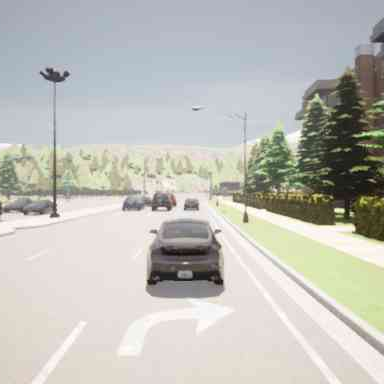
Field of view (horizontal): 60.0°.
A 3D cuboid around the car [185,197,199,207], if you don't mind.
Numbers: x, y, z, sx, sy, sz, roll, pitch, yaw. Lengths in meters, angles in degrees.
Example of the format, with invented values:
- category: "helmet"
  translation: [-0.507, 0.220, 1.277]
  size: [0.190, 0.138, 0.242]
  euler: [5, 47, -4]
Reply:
- category: "car"
  translation: [0.017, 1.490, 50.644]
  size: [1.994, 1.385, 4.181]
  euler: [0, 0, 0]

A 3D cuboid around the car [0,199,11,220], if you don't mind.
- category: "car"
  translation: [-15.231, 1.204, 22.743]
  size: [2.150, 2.045, 5.566]
  euler: [0, 1, 1]

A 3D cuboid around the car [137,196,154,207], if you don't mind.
- category: "car"
  translation: [-6.985, 1.440, 50.378]
  size: [1.837, 1.490, 4.892]
  euler: [0, 0, 0]

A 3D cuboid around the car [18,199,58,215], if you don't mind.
- category: "car"
  translation: [-15.163, 1.495, 33.547]
  size: [1.812, 1.442, 4.674]
  euler: [0, 0, 1]

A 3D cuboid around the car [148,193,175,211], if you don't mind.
- category: "car"
  translation: [-3.558, 1.168, 39.740]
  size: [2.150, 2.045, 5.566]
  euler: [0, 0, 0]

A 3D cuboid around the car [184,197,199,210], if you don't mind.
- category: "car"
  translation: [-0.052, 1.432, 40.578]
  size: [2.128, 1.511, 4.902]
  euler: [0, 0, 0]

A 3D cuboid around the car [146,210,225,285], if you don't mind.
- category: "car"
  translation: [-0.174, 1.490, 9.442]
  size: [1.837, 1.490, 4.892]
  euler: [0, 0, -1]

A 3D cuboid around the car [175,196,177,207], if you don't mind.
- category: "car"
  translation: [-3.485, 1.152, 50.384]
  size: [2.150, 2.045, 5.566]
  euler: [0, 0, 0]

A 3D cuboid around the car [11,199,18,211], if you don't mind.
- category: "car"
  translation: [-18.649, 1.495, 36.570]
  size: [1.812, 1.442, 4.674]
  euler: [0, 0, 1]

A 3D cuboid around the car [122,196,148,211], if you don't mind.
- category: "car"
  translation: [-7.053, 1.301, 40.450]
  size: [2.097, 1.767, 4.553]
  euler: [0, 0, 0]
